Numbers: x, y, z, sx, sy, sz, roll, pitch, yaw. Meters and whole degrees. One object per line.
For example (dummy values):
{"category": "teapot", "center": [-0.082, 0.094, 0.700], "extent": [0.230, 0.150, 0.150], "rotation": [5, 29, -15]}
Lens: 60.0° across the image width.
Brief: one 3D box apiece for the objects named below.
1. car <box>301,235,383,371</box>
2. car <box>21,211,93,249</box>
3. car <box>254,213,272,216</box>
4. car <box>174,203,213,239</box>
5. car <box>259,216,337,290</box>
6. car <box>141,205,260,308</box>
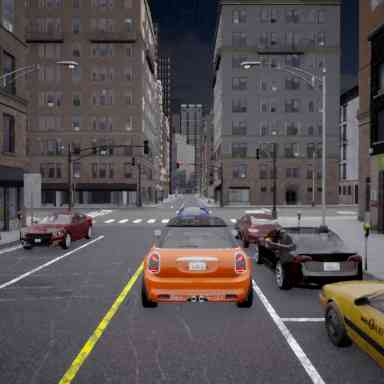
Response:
{"category": "car", "center": [2.866, 1.524, 3.484], "extent": [1.752, 1.417, 4.829], "rotation": [-1, 0, 0]}
{"category": "car", "center": [-5.679, 1.541, 14.483], "extent": [1.887, 1.381, 4.507], "rotation": [-1, 0, 0]}
{"category": "car", "center": [2.866, 1.578, 14.486], "extent": [1.802, 1.307, 4.206], "rotation": [-1, 0, 0]}
{"category": "car", "center": [0.099, 1.473, 18.385], "extent": [1.882, 1.535, 5.008], "rotation": [0, 0, 1]}
{"category": "car", "center": [2.866, 1.564, 8.900], "extent": [1.947, 1.339, 4.313], "rotation": [-1, 0, 0]}
{"category": "car", "center": [0.097, 1.350, 8.097], "extent": [2.097, 1.767, 4.553], "rotation": [0, 0, 0]}
